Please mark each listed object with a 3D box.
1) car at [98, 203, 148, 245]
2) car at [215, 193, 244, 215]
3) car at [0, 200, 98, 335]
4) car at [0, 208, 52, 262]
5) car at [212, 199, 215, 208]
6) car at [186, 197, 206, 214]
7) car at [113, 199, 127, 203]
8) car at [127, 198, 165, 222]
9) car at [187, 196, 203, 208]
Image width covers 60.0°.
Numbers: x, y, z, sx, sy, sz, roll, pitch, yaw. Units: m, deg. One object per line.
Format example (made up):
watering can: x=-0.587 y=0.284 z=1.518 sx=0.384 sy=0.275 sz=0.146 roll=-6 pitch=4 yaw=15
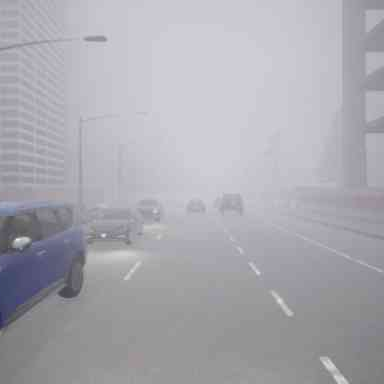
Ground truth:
car: x=-3.448 y=1.469 z=15.530 sx=1.837 sy=1.490 sz=4.892 roll=0 pitch=0 yaw=1
car: x=3.810 y=1.151 z=33.154 sx=2.150 sy=2.045 sz=5.566 roll=0 pitch=0 yaw=1
car: x=-3.537 y=1.207 z=5.614 sx=2.150 sy=2.045 sz=5.566 roll=0 pitch=0 yaw=1
car: x=-6.992 y=1.448 z=11.839 sx=1.882 sy=1.535 sz=5.008 roll=0 pitch=0 yaw=1
car: x=3.986 y=1.401 z=47.310 sx=1.837 sy=1.490 sz=4.892 roll=0 pitch=0 yaw=1
car: x=0.421 y=1.487 z=34.646 sx=1.994 sy=1.385 sz=4.181 roll=0 pitch=0 yaw=1
car: x=-6.759 y=1.453 z=31.681 sx=1.812 sy=1.442 sz=4.674 roll=0 pitch=0 yaw=1
car: x=-3.336 y=1.294 z=25.686 sx=2.097 sy=1.767 sz=4.553 roll=0 pitch=0 yaw=1
car: x=0.487 y=1.387 z=47.251 sx=2.128 sy=1.511 sz=4.902 roll=0 pitch=0 yaw=1
